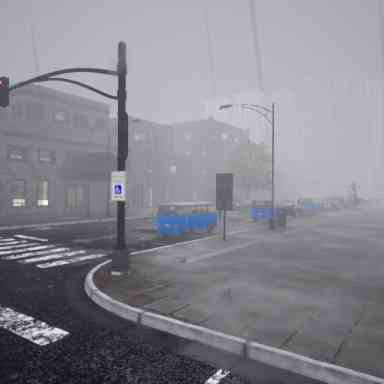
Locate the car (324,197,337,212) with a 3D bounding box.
[{"bbox_3d":[15.840,1.671,40.404,1.752,1.417,4.829,0,0,35],"label":"car"}]

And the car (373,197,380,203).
[{"bbox_3d":[44.324,1.899,80.919,1.947,1.339,4.313,0,0,35],"label":"car"}]

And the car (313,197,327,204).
[{"bbox_3d":[27.853,1.728,72.062,1.752,1.417,4.829,0,0,35],"label":"car"}]

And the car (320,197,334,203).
[{"bbox_3d":[31.126,1.791,76.719,1.947,1.339,4.313,0,0,35],"label":"car"}]

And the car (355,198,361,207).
[{"bbox_3d":[25.271,1.516,53.817,2.192,1.841,5.009,0,0,35],"label":"car"}]

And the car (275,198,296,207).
[{"bbox_3d":[15.248,1.665,54.133,1.887,1.381,4.507,0,0,35],"label":"car"}]

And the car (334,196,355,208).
[{"bbox_3d":[22.095,1.497,49.300,2.192,1.841,5.009,0,0,35],"label":"car"}]

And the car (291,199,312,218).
[{"bbox_3d":[9.390,1.655,31.230,1.887,1.381,4.507,0,0,35],"label":"car"}]

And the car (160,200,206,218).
[{"bbox_3d":[-0.728,1.558,31.408,1.752,1.417,4.829,0,0,35],"label":"car"}]

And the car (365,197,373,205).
[{"bbox_3d":[34.796,1.809,67.368,1.887,1.381,4.507,0,0,35],"label":"car"}]

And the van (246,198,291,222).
[{"bbox_3d":[6.216,1.436,26.713,1.690,1.788,3.998,0,0,35],"label":"van"}]

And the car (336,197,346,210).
[{"bbox_3d":[18.917,1.729,44.781,1.947,1.339,4.313,0,0,35],"label":"car"}]

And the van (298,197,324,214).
[{"bbox_3d":[12.567,1.468,35.747,1.690,1.788,3.998,0,0,35],"label":"van"}]

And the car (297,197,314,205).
[{"bbox_3d":[21.600,1.705,63.167,1.887,1.381,4.507,0,0,35],"label":"car"}]

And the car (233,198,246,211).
[{"bbox_3d":[5.722,1.506,40.583,1.967,1.590,4.097,0,0,35],"label":"car"}]

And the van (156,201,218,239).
[{"bbox_3d":[-0.136,1.406,17.679,1.690,1.788,3.998,0,0,35],"label":"van"}]

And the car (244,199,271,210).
[{"bbox_3d":[8.897,1.628,45.100,1.887,1.381,4.507,0,0,35],"label":"car"}]

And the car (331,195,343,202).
[{"bbox_3d":[37.478,1.711,85.753,1.967,1.590,4.097,0,0,35],"label":"car"}]

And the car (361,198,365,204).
[{"bbox_3d":[28.543,1.747,58.473,1.752,1.417,4.829,0,0,35],"label":"car"}]

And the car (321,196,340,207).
[{"bbox_3d":[22.943,1.533,55.002,2.097,1.767,4.553,1,0,35],"label":"car"}]
